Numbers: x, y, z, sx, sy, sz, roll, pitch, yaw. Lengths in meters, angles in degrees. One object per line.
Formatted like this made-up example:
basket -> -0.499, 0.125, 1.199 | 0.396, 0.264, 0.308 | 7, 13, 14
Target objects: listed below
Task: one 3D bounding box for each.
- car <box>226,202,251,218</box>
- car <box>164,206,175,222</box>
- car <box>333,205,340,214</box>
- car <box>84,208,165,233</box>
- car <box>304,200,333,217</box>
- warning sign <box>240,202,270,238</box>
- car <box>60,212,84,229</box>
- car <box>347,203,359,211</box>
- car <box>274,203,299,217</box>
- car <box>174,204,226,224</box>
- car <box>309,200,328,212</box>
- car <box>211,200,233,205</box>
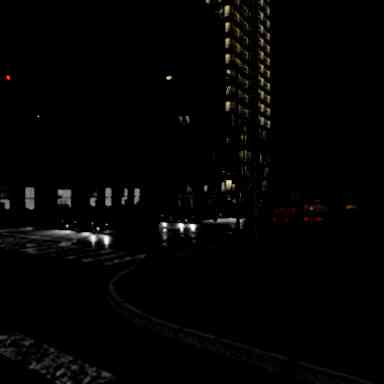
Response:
car -> 6.401, 2.303, 40.338 | 2.128, 1.511, 4.902 | 0, -1, 33
car -> -1.994, 2.145, 33.287 | 1.837, 1.490, 4.892 | 0, -1, 33
car -> 22.183, 2.680, 52.730 | 1.994, 1.385, 4.181 | 0, -1, 33
car -> -4.523, 1.991, 23.331 | 2.033, 1.411, 5.357 | 0, -1, 33
car -> 16.454, 2.146, 43.744 | 2.150, 2.045, 5.566 | 0, -1, 35
warning sign -> 3.481, 1.506, 18.280 | 1.300, 1.860, 1.060 | 1, 0, 33
car -> -7.179, 2.012, 25.209 | 2.033, 1.411, 5.357 | 0, -1, 33
car -> 31.736, 2.870, 65.513 | 1.882, 1.535, 5.008 | 0, -1, 33
car -> 12.342, 2.246, 43.230 | 2.097, 1.767, 4.553 | 0, -1, 33
car -> 0.917, 2.175, 31.808 | 2.033, 1.411, 5.357 | 0, -1, 33
car -> 22.517, 2.455, 59.084 | 2.150, 2.045, 5.566 | 0, -1, 33
car -> 3.541, 2.048, 41.907 | 2.150, 2.045, 5.566 | 0, -1, 32
